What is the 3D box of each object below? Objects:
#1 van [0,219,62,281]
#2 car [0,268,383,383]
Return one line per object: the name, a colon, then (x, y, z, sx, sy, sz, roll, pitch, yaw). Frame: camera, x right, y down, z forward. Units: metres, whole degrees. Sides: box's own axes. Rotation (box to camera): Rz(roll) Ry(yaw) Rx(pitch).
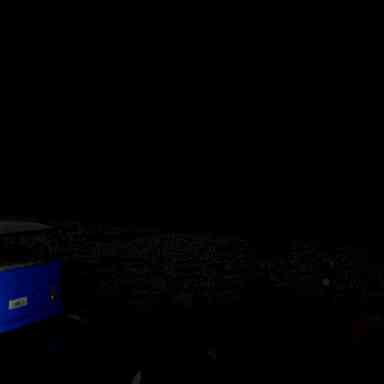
van: (-3.977, 1.341, 5.807, 3.998, 1.788, 1.690, 0, 0, 36)
car: (0.587, 1.545, 2.547, 4.507, 1.381, 1.887, 0, 0, 36)
